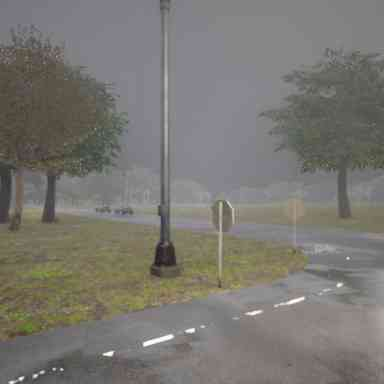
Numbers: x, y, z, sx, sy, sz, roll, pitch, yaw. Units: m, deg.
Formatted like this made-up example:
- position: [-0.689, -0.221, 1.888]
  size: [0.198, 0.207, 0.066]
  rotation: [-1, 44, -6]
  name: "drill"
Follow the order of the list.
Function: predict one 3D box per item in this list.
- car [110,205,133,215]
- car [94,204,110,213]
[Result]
- position: [-10.956, 2.901, 53.038]
  size: [1.837, 1.490, 4.892]
  rotation: [2, -2, -33]
  name: "car"
- position: [-16.486, 3.074, 61.321]
  size: [1.837, 1.490, 4.892]
  rotation: [2, -2, -34]
  name: "car"
